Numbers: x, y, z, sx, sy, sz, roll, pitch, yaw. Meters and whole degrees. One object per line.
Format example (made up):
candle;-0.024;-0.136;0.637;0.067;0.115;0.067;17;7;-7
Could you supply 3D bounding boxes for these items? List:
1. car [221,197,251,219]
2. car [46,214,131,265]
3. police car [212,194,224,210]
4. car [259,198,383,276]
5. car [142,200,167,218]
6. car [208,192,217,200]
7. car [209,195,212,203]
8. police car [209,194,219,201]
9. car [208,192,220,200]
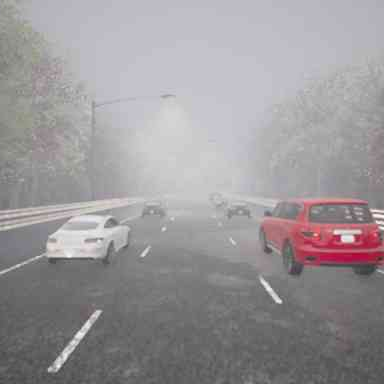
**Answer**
car;3.804;1.431;28.145;1.812;1.442;4.674;0;0;1
car;-3.359;1.487;11.455;1.812;1.442;4.674;0;0;0
police car;3.921;1.362;41.573;2.038;1.542;4.974;0;0;1
car;3.634;1.184;10.406;2.150;2.045;5.566;0;0;0
car;-3.199;1.426;28.938;1.812;1.442;4.674;0;0;1
car;5.243;0.910;85.401;2.150;2.045;5.566;0;0;2
car;4.168;1.418;52.555;1.895;1.301;4.718;0;0;1
police car;4.828;1.238;74.425;2.038;1.542;4.974;0;0;2
car;4.470;0.997;63.505;2.150;2.045;5.566;0;0;2
